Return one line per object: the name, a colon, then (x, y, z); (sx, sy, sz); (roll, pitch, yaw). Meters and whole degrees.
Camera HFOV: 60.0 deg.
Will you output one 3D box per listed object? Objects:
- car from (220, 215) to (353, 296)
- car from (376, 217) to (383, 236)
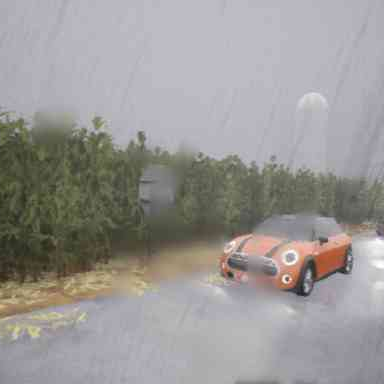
car: (2.774, 1.446, 9.162); (2.097, 1.767, 4.553); (3, 0, 41)
car: (13.144, 1.997, 20.992); (2.128, 1.511, 4.902); (3, 0, 42)
